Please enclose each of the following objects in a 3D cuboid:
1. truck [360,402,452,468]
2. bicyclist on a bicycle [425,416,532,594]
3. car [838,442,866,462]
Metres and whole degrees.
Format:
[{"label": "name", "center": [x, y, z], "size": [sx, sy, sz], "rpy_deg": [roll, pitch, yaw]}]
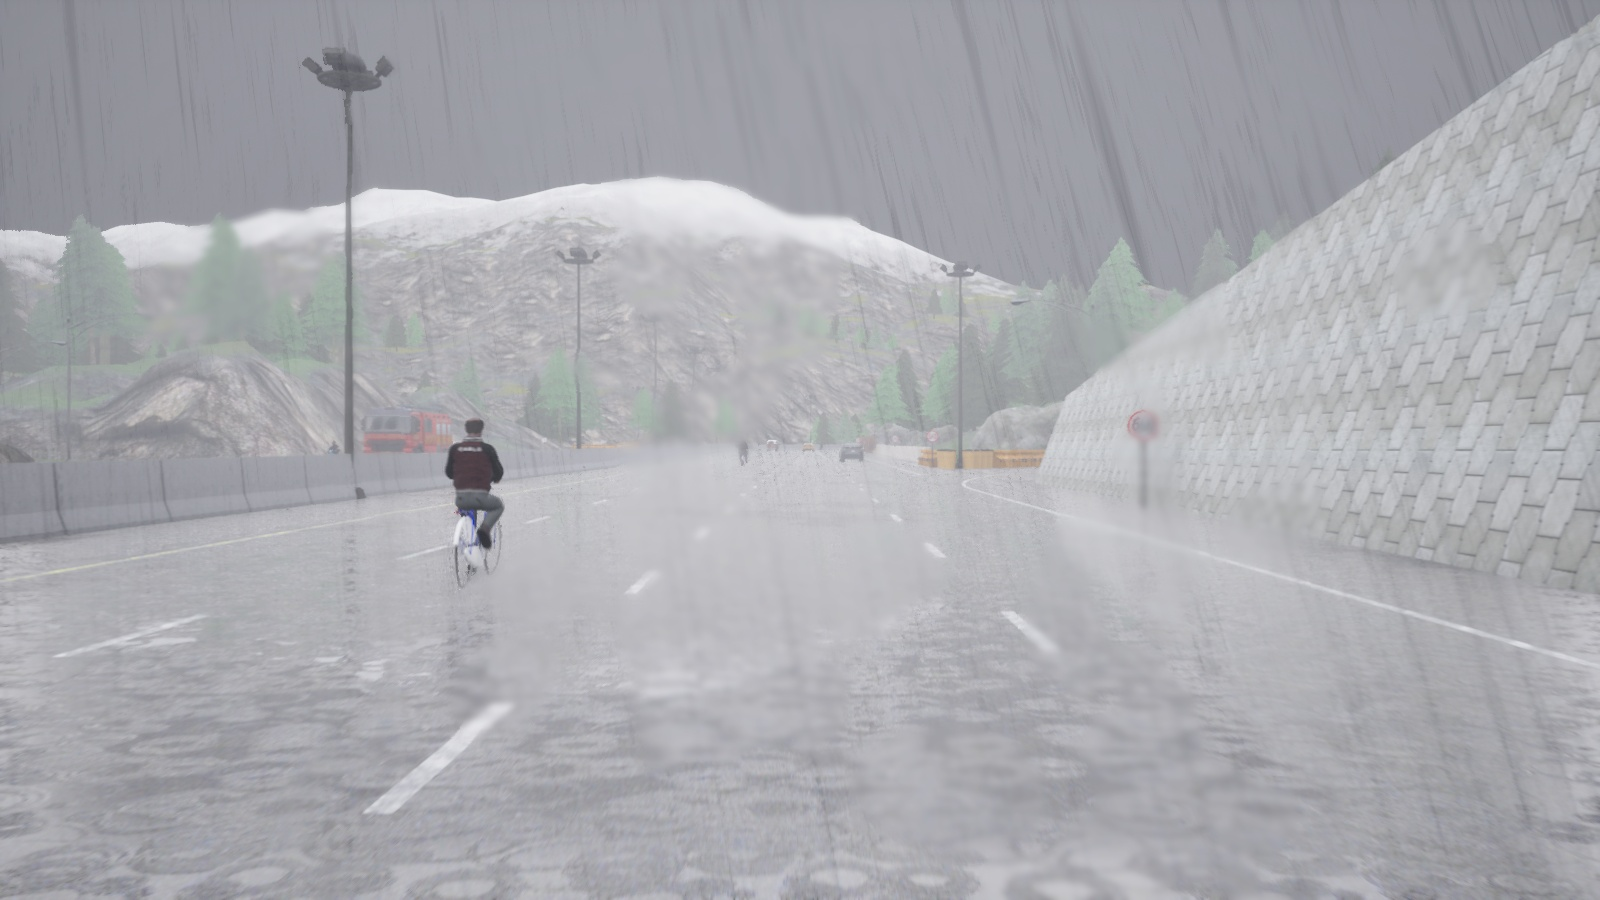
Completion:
[{"label": "truck", "center": [-24.045, -0.872, 77.115], "size": [2.891, 3.827, 8.468], "rpy_deg": [0, 0, 0]}, {"label": "bicyclist on a bicycle", "center": [-3.408, 0.538, 13.473], "size": [0.659, 1.776, 1.843], "rpy_deg": [0, 1, 0]}, {"label": "car", "center": [4.077, 0.140, 98.681], "size": [2.007, 1.525, 4.514], "rpy_deg": [0, 0, 0]}]
